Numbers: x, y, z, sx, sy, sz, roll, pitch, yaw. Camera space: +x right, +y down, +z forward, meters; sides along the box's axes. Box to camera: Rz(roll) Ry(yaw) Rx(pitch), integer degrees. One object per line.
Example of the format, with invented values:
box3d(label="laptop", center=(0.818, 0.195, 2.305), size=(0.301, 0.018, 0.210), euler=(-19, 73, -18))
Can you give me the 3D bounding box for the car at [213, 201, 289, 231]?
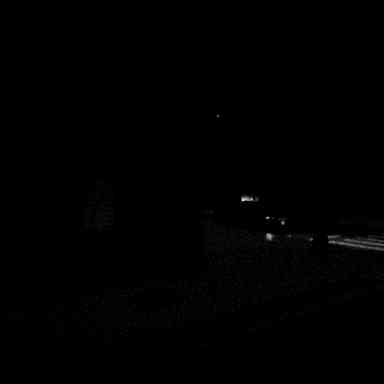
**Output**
box3d(label="car", center=(3.245, 1.269, 18.994), size=(2.128, 1.511, 4.902), euler=(0, 1, -35))
